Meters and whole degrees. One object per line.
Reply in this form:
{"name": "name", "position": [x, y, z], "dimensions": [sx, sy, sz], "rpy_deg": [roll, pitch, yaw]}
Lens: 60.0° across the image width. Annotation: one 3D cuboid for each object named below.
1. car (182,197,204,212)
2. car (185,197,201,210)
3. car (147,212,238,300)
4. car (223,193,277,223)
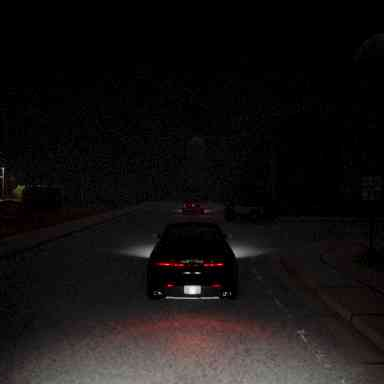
{"name": "car", "position": [0.121, 1.295, 33.605], "dimensions": [2.097, 1.767, 4.553], "rpy_deg": [0, 0, 0]}
{"name": "car", "position": [0.131, 1.472, 43.727], "dimensions": [2.033, 1.411, 5.357], "rpy_deg": [0, 0, 0]}
{"name": "car", "position": [0.013, 1.492, 8.353], "dimensions": [1.837, 1.490, 4.892], "rpy_deg": [0, 0, 0]}
{"name": "car", "position": [4.191, 1.116, 24.118], "dimensions": [1.905, 1.878, 3.866], "rpy_deg": [-8, 4, -42]}
